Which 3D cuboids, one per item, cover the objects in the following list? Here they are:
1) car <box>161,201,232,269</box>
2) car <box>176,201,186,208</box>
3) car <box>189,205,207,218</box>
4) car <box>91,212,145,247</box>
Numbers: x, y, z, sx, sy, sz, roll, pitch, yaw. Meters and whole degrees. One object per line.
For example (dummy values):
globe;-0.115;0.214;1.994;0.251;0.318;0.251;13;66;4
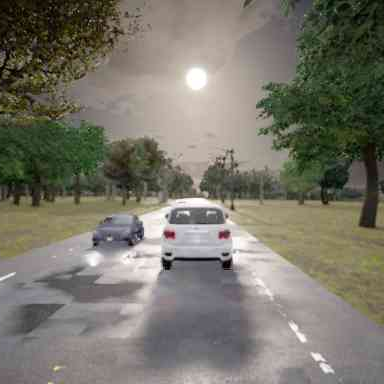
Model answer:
car;0.172;1.392;11.995;2.150;2.045;5.566;0;-1;1
car;-2.142;2.469;66.653;1.812;1.442;4.674;0;-1;2
car;0.678;2.134;37.021;1.895;1.301;4.718;0;-1;1
car;-3.471;1.757;16.427;1.812;1.442;4.674;0;-1;1
